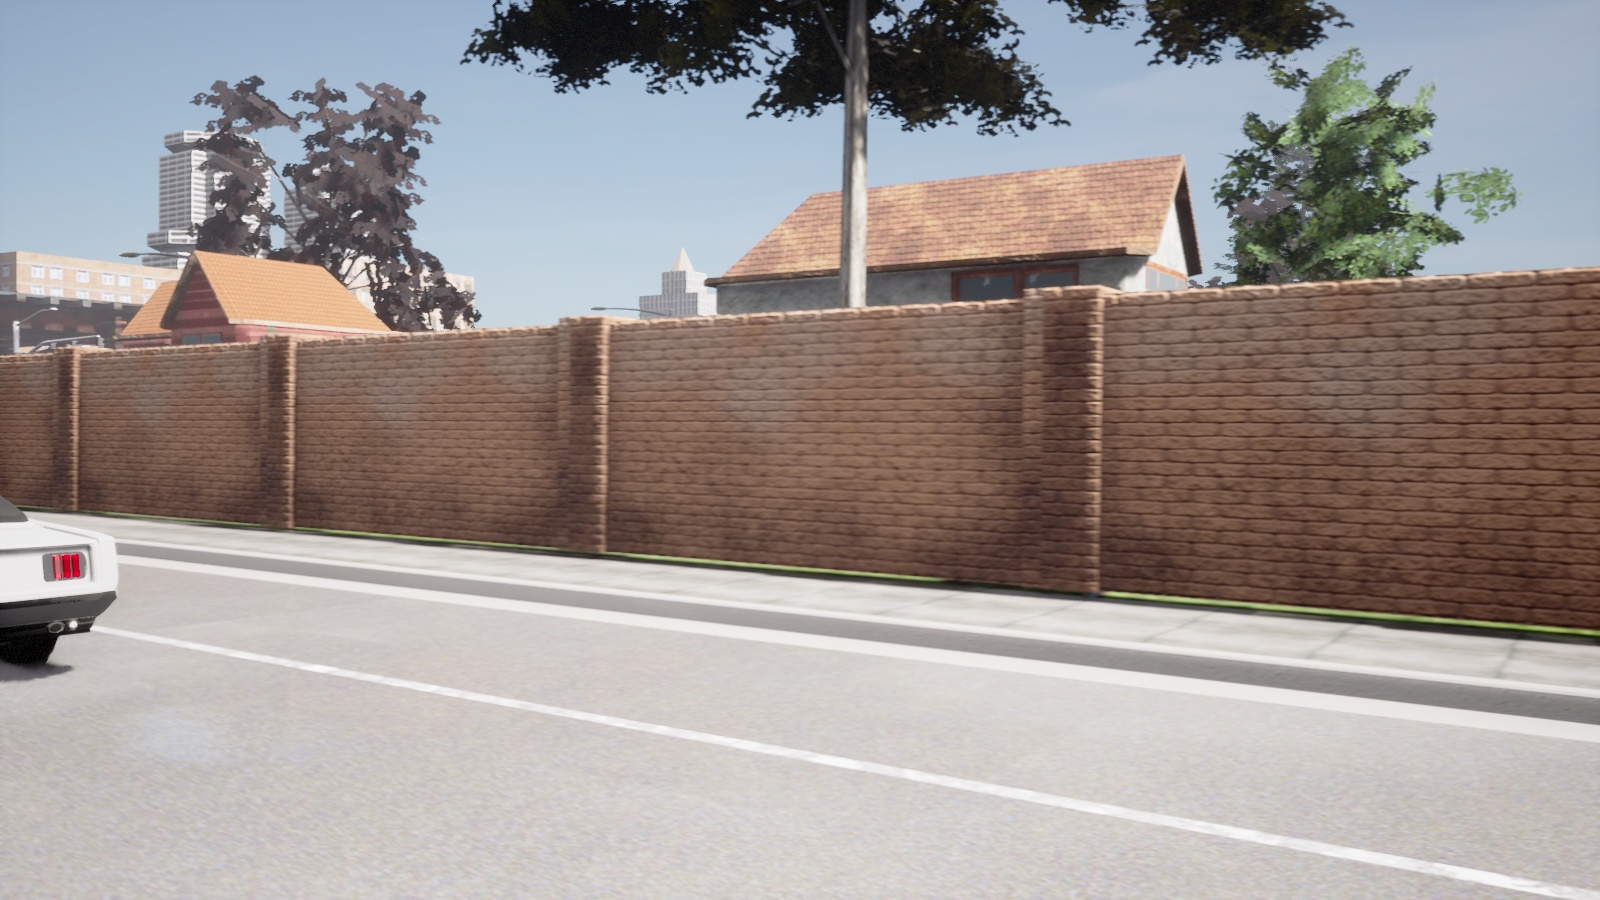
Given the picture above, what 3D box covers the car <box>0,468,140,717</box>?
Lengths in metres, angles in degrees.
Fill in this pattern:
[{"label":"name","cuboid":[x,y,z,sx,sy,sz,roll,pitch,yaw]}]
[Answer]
[{"label":"car","cuboid":[-6.357,0.782,7.852,4.718,1.301,1.895,0,1,34]}]
